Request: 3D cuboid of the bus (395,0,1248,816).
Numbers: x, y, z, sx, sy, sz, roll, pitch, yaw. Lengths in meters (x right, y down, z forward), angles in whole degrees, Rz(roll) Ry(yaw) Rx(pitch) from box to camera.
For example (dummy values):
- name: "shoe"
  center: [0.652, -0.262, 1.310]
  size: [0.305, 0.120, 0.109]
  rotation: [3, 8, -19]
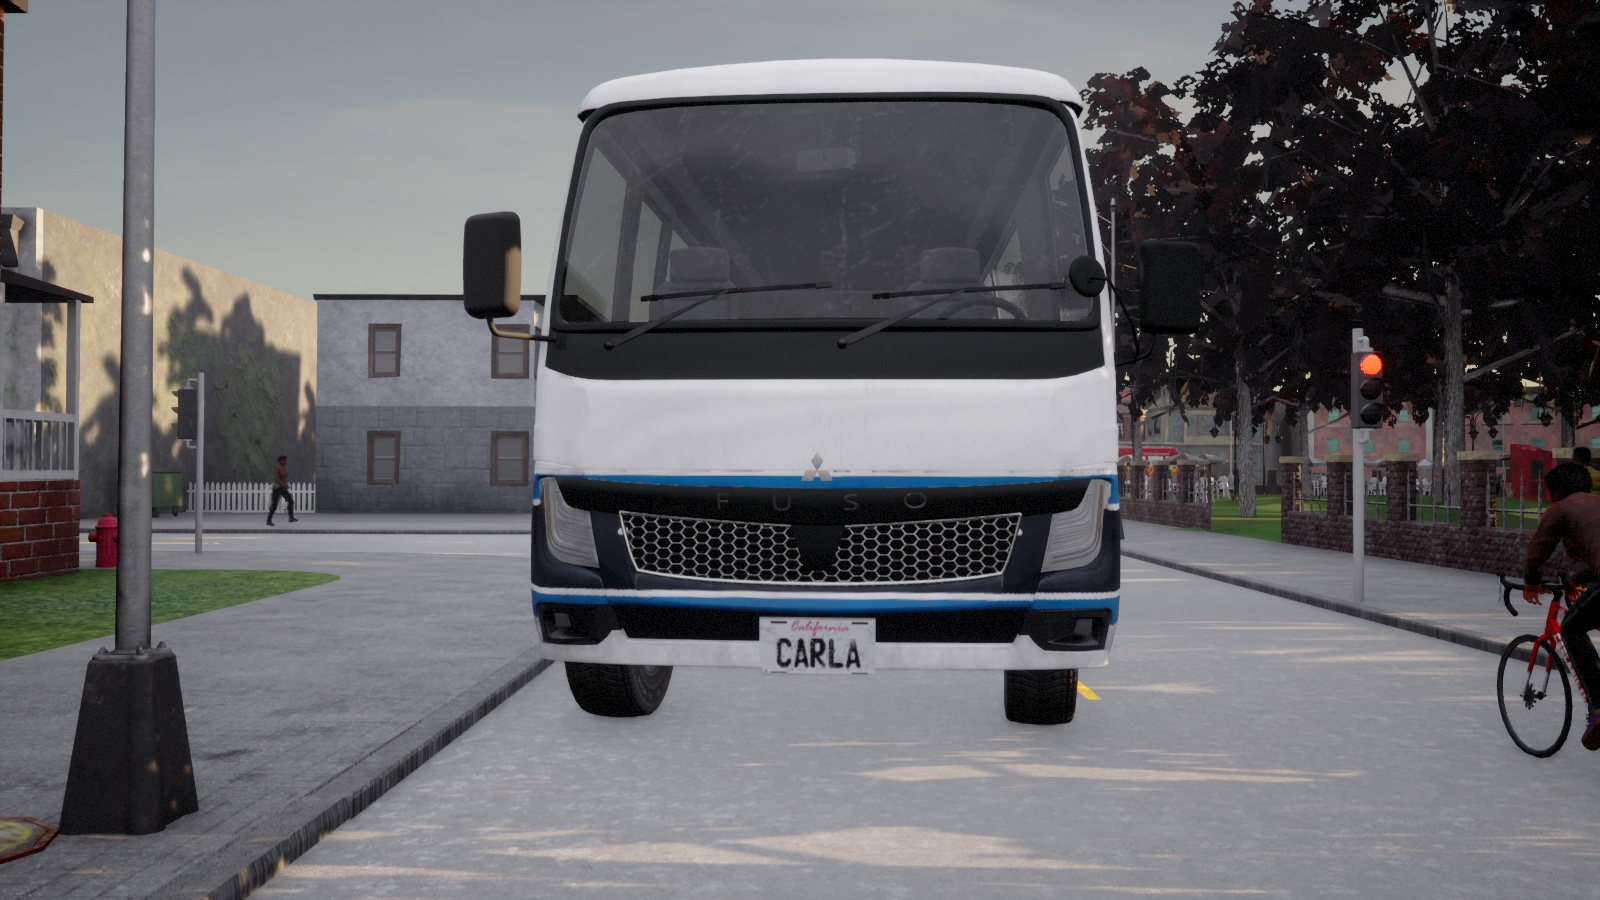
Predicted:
- name: "bus"
  center: [0.395, -0.380, 10.963]
  size: [3.944, 4.253, 10.273]
  rotation: [0, -1, 4]

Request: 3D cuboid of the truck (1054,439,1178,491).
- name: "truck"
  center: [23.523, 1.127, 93.793]
  size: [8.468, 3.827, 2.891]
  rotation: [0, -1, 1]

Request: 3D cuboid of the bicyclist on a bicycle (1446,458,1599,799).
- name: "bicyclist on a bicycle"
  center: [4.086, 0.860, 6.493]
  size: [0.582, 1.620, 1.656]
  rotation: [0, -1, -1]

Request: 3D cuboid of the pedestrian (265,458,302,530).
- name: "pedestrian"
  center: [-13.130, 1.112, 31.934]
  size: [0.869, 1.805, 0.328]
  rotation: [-1, -1, 20]

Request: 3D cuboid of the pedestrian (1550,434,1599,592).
- name: "pedestrian"
  center: [9.362, 0.737, 14.937]
  size: [0.431, 1.840, 0.709]
  rotation: [0, -1, 1]
